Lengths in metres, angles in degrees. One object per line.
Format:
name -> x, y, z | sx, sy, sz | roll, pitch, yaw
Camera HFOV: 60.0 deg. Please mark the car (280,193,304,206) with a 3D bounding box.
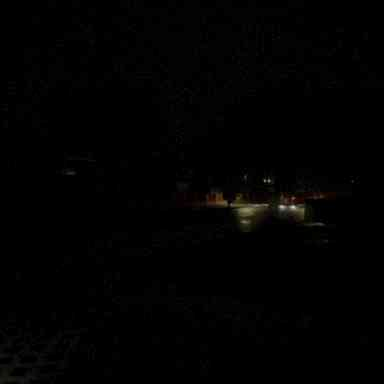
car -> 14.095, 0.946, 46.830 | 2.097, 1.767, 4.553 | 2, 1, 36
